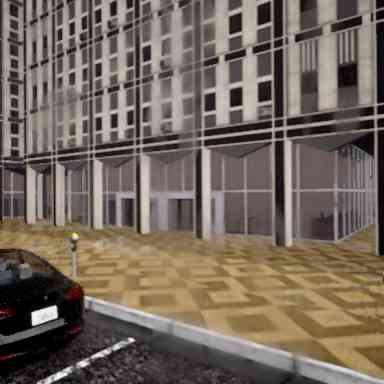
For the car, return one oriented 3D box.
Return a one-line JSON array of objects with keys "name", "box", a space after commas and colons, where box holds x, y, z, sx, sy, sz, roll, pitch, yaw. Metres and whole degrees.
[{"name": "car", "box": [-3.545, 1.601, 5.396, 4.313, 1.339, 1.947, 0, 0, 35]}]
